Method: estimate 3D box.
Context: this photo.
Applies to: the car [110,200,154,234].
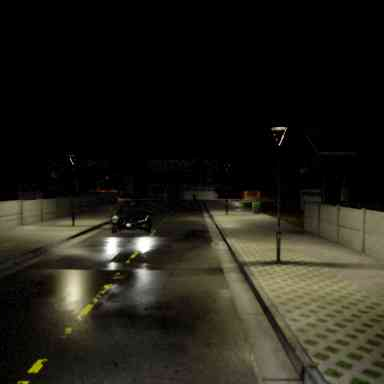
[{"bbox_3d":[-3.082,1.225,17.468,1.837,1.490,4.892,0,1,-5],"label":"car"}]
